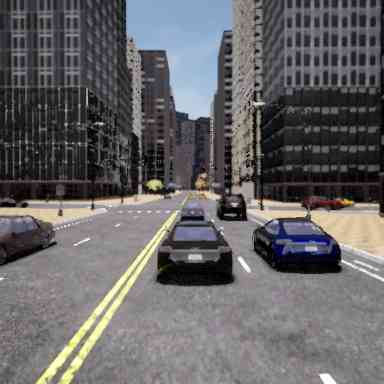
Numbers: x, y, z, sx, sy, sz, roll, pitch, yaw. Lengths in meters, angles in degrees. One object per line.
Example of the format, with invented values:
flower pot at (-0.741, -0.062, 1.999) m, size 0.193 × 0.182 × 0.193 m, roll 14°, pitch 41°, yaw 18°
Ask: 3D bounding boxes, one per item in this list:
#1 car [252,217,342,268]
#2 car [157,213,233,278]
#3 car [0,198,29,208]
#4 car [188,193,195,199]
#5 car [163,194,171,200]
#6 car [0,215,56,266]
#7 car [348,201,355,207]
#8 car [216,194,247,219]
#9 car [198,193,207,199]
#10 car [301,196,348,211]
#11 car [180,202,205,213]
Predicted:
car at (3.325, 1.543, 11.277) m, size 1.994 × 1.385 × 4.181 m, roll 0°, pitch 0°, yaw 0°
car at (0.075, 1.547, 10.081) m, size 1.994 × 1.385 × 4.181 m, roll 0°, pitch 0°, yaw 0°
car at (-22.814, 1.366, 41.877) m, size 4.313 × 1.339 × 1.947 m, roll 0°, pitch 1°, yaw 1°
car at (-0.192, 1.202, 90.102) m, size 1.882 × 1.535 × 5.008 m, roll 0°, pitch 0°, yaw 0°
car at (-6.693, 1.341, 90.321) m, size 1.994 × 1.385 × 4.181 m, roll 0°, pitch 0°, yaw 0°
car at (-6.624, 1.531, 11.675) m, size 2.033 × 1.411 × 5.357 m, roll 0°, pitch 0°, yaw 0°
car at (21.705, 1.554, 49.730) m, size 4.829 × 1.417 × 1.752 m, roll 0°, pitch 1°, yaw 1°
car at (3.296, 1.164, 28.520) m, size 2.150 × 2.045 × 5.566 m, roll 0°, pitch 0°, yaw -1°
car at (3.059, 1.201, 90.109) m, size 1.882 × 1.535 × 5.008 m, roll 0°, pitch 0°, yaw 0°
car at (16.114, 1.446, 41.431) m, size 5.009 × 1.841 × 2.192 m, roll 0°, pitch 1°, yaw 1°
car at (0.049, 1.498, 25.725) m, size 2.033 × 1.411 × 5.357 m, roll 0°, pitch 0°, yaw 0°
